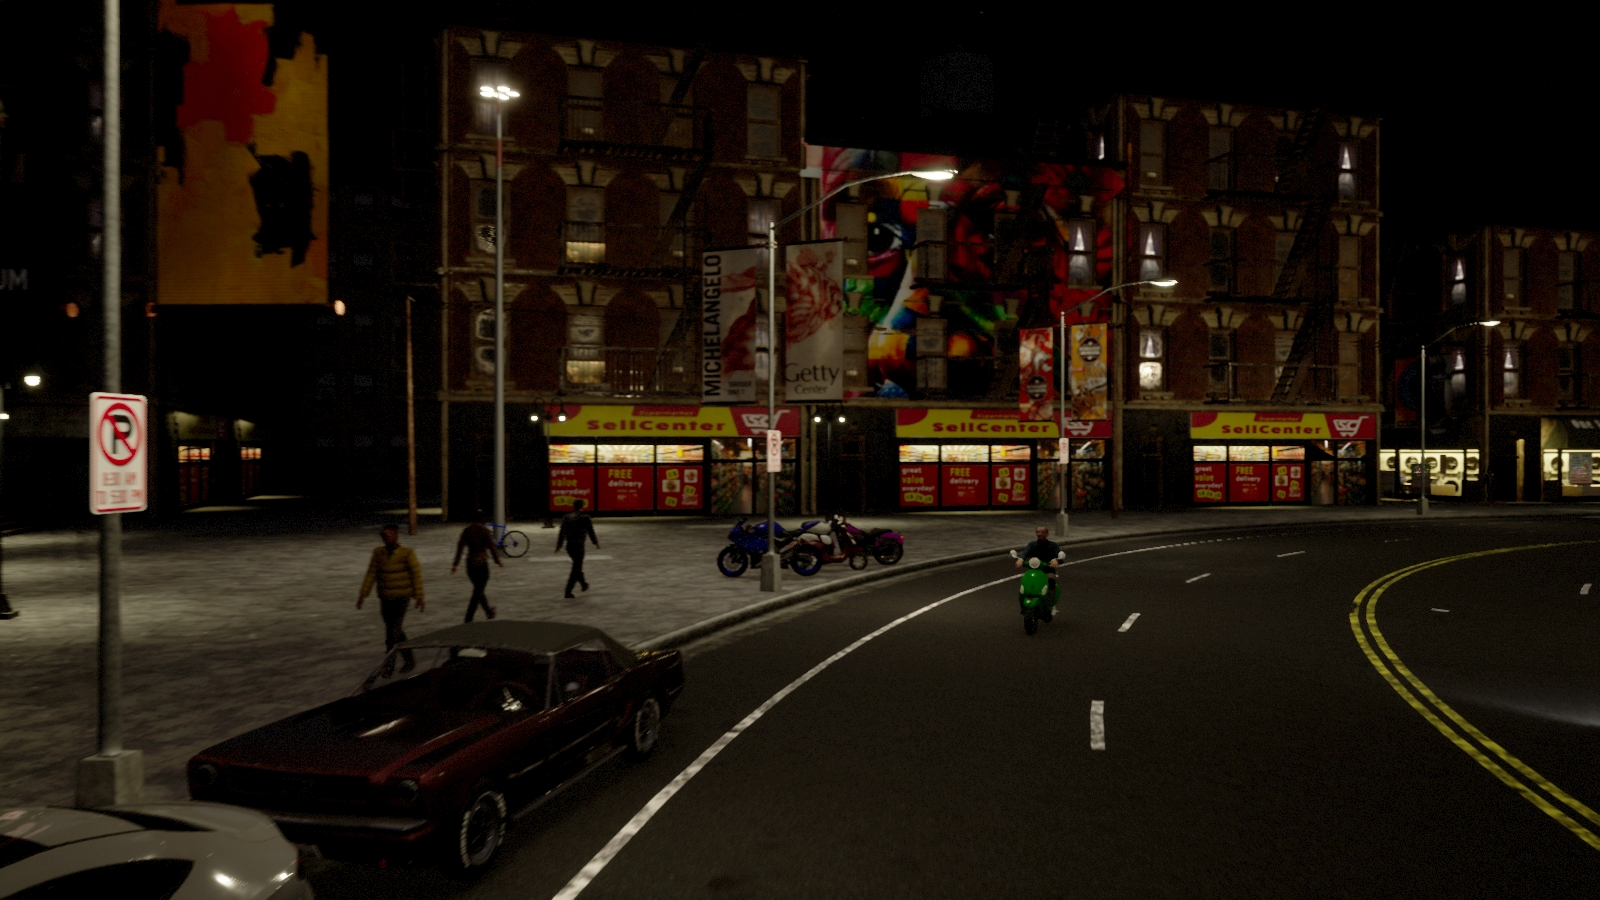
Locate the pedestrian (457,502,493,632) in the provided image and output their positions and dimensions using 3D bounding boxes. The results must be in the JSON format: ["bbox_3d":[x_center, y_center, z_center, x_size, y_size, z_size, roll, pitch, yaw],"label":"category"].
[{"bbox_3d":[-4.743,1.696,16.670,0.375,1.860,0.375,0,0,11],"label":"pedestrian"}]

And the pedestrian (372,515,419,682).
[{"bbox_3d":[-4.657,1.694,13.155,0.375,1.860,0.375,0,0,10],"label":"pedestrian"}]

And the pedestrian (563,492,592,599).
[{"bbox_3d":[-3.972,1.695,20.389,0.375,1.860,0.375,0,0,16],"label":"pedestrian"}]

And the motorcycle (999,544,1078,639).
[{"bbox_3d":[3.769,2.184,17.949,0.856,1.236,1.805,0,0,23],"label":"motorcycle"}]
